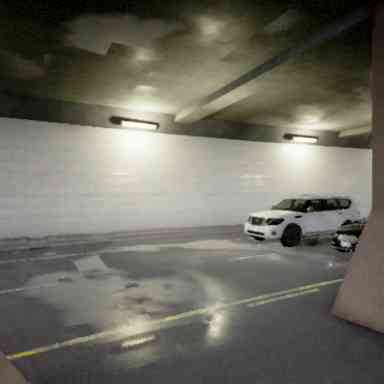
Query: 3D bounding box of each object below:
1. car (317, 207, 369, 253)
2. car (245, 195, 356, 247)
[{"bbox_3d":[7.233,1.447,12.010,4.902,1.511,2.128,0,0,-27],"label":"car"},{"bbox_3d":[5.038,1.167,14.841,5.566,2.045,2.150,0,0,-27],"label":"car"}]
